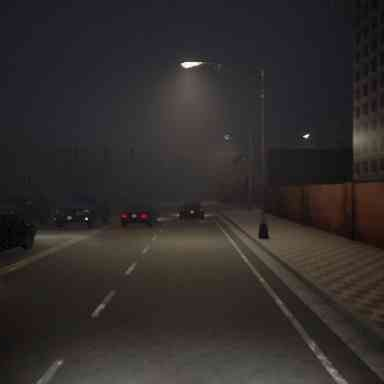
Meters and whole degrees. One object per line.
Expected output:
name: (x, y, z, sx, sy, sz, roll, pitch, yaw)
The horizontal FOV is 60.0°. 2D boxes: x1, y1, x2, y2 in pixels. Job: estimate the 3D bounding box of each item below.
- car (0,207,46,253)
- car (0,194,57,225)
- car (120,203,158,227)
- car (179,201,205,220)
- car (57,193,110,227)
car: (-7.089, 1.474, 11.457, 1.812, 1.442, 4.674, 0, 0, 0)
car: (-10.554, 1.130, 20.146, 2.150, 2.045, 5.566, 0, 0, 0)
car: (-3.400, 1.447, 22.130, 2.033, 1.411, 5.357, 0, 0, 0)
car: (0.003, 1.443, 26.754, 1.994, 1.385, 4.181, 0, 0, 0)
car: (-7.040, 1.122, 21.988, 2.150, 2.045, 5.566, 0, 0, 1)
